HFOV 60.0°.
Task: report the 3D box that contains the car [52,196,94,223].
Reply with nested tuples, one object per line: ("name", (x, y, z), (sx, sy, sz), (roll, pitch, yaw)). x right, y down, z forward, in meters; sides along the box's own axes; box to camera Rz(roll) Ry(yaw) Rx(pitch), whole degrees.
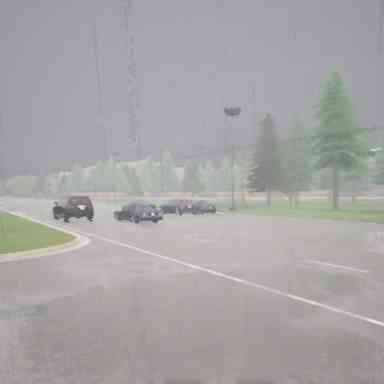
("car", (-9.885, 1.357, 27.482), (2.150, 2.045, 5.566), (0, 0, -35))

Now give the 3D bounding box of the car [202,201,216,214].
("car", (0.805, 1.655, 36.619), (1.994, 1.385, 4.181), (0, 0, -35))

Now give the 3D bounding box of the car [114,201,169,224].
("car", (-4.212, 1.641, 25.502), (2.033, 1.411, 5.357), (0, 0, -35))

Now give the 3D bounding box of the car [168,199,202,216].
("car", (-1.468, 1.450, 33.766), (2.097, 1.767, 4.553), (0, 0, -35))
